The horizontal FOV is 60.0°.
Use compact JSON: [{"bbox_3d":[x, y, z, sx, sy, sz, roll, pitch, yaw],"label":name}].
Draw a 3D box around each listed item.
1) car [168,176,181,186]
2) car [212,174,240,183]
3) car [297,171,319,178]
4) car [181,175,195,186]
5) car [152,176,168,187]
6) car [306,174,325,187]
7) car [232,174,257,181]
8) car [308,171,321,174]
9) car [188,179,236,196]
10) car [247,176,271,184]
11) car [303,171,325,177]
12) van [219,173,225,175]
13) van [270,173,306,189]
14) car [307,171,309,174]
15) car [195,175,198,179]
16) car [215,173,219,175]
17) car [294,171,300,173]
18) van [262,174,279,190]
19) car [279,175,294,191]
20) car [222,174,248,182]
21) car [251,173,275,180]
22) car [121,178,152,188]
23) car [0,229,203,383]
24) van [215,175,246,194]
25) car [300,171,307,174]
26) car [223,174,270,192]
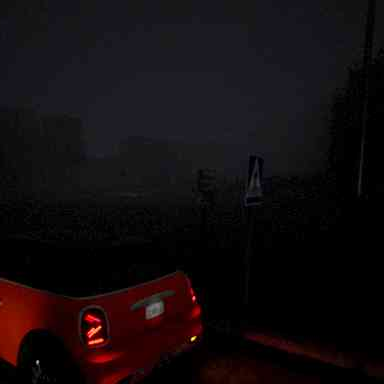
[{"bbox_3d":[-4.825,-1.957,57.837,4.553,1.767,2.185,2,6,31],"label":"car"},{"bbox_3d":[6.789,-2.741,66.957,5.366,1.575,1.946,2,5,31],"label":"car"},{"bbox_3d":[29.615,-4.509,85.223,5.008,1.535,2.097,2,6,32],"label":"car"},{"bbox_3d":[-2.578,-1.987,59.725,4.792,1.488,2.163,2,6,31],"label":"car"},{"bbox_3d":[-7.117,-1.620,56.011,4.792,1.488,2.163,2,5,31],"label":"car"},{"bbox_3d":[19.228,-1.612,54.587,4.892,1.521,2.231,4,7,32],"label":"car"},{"bbox_3d":[11.240,-3.075,70.690,4.792,1.488,2.163,2,5,31],"label":"car"},{"bbox_3d":[24.026,-2.227,58.206,5.566,2.045,2.435,4,7,32],"label":"car"},{"bbox_3d":[2.445,-0.353,42.007,5.008,1.535,2.097,4,7,33],"label":"car"},{"bbox_3d":[12.940,-2.286,63.916,4.718,1.301,1.895,-5,7,-38],"label":"car"},{"bbox_3d":[31.910,-4.664,87.039,5.008,1.535,2.097,2,5,32],"label":"car"},{"bbox_3d":[4.234,-2.791,65.267,4.442,1.987,1.878,2,6,31],"label":"van"},{"bbox_3d":[14.536,-1.470,50.896,4.442,1.987,1.878,4,7,33],"label":"van"},{"bbox_3d":[27.327,-4.470,83.387,4.553,1.767,2.185,2,6,32],"label":"car"},{"bbox_3d":[-0.232,-2.322,61.521,4.553,1.767,2.185,2,6,31],"label":"car"},{"bbox_3d":[2.040,-2.381,63.397,5.008,1.535,2.097,2,5,31],"label":"car"},{"bbox_3d":[22.725,-4.129,79.765,4.553,1.767,2.185,2,6,32],"label":"car"},{"bbox_3d":[9.538,-1.123,47.420,4.442,1.987,1.878,4,7,33],"label":"van"},{"bbox_3d":[12.012,-1.198,49.186,4.553,1.767,2.185,4,7,33],"label":"car"},{"bbox_3d":[8.917,-2.925,68.886,5.008,1.535,2.097,2,5,31],"label":"car"},{"bbox_3d":[15.810,-3.466,74.342,4.892,1.521,2.231,2,6,31],"label":"car"},{"bbox_3d":[-9.438,-1.427,54.181,4.674,1.452,2.002,2,5,31],"label":"car"},{"bbox_3d":[-2.134,1.350,5.026,4.553,1.767,2.097,0,0,36],"label":"car"},{"bbox_3d":[4.944,-0.750,43.712,4.442,1.987,1.878,4,7,33],"label":"van"},{"bbox_3d":[25.006,-4.140,81.617,4.674,1.452,2.002,2,5,32],"label":"car"},{"bbox_3d":[7.215,-0.963,45.576,5.566,2.045,2.435,4,7,33],"label":"car"}]
